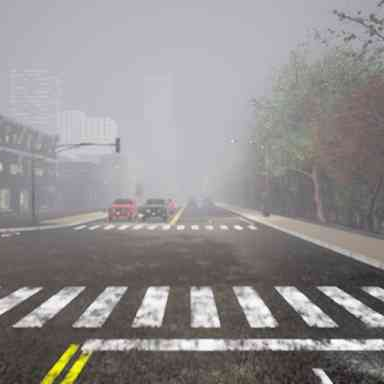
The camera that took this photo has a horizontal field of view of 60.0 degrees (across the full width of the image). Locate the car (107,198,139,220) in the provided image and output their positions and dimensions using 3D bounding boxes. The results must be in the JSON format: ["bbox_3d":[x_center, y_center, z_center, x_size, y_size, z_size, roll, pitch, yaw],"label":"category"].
[{"bbox_3d":[-6.619,1.611,32.546,2.150,2.045,5.566,0,-1,0],"label":"car"}]

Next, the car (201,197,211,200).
[{"bbox_3d":[3.208,2.078,72.039,2.150,2.045,5.566,0,-1,0],"label":"car"}]

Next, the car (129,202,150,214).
[{"bbox_3d":[-6.612,2.072,42.634,1.994,1.385,4.181,0,-1,1],"label":"car"}]

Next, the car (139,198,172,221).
[{"bbox_3d":[-3.370,1.602,31.798,2.150,2.045,5.566,0,-1,0],"label":"car"}]

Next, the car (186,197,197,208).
[{"bbox_3d":[0.064,2.226,63.091,1.882,1.535,5.008,0,-1,0],"label":"car"}]

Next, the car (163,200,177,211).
[{"bbox_3d":[-3.376,2.105,52.723,1.882,1.535,5.008,0,-1,0],"label":"car"}]

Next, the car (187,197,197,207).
[{"bbox_3d":[-0.042,2.093,73.286,2.150,2.045,5.566,0,-1,0],"label":"car"}]

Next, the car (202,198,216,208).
[{"bbox_3d":[3.314,2.337,62.055,1.895,1.301,4.718,0,-1,0],"label":"car"}]

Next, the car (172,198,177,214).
[{"bbox_3d":[-3.365,1.725,42.269,2.150,2.045,5.566,0,-1,1],"label":"car"}]
